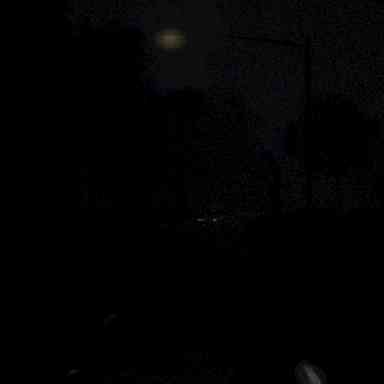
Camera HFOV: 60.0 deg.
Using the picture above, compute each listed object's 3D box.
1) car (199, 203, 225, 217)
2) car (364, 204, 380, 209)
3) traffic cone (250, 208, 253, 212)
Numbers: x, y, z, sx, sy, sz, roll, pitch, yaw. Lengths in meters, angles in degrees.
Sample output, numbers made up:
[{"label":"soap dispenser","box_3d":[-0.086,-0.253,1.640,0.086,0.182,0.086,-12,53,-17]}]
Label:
[{"label":"car","box_3d":[2.320,1.984,37.256,1.882,1.535,5.008,-1,-2,21]},{"label":"car","box_3d":[45.254,3.725,83.634,4.892,1.490,1.837,3,-4,-31]},{"label":"traffic cone","box_3d":[9.874,2.950,55.067,0.340,0.580,0.340,-2,-2,33]}]
